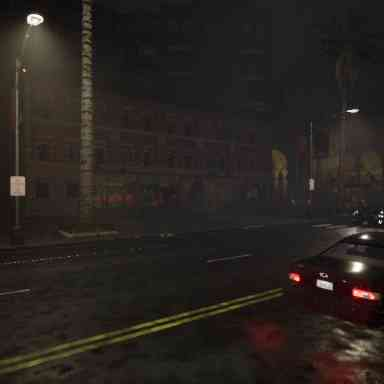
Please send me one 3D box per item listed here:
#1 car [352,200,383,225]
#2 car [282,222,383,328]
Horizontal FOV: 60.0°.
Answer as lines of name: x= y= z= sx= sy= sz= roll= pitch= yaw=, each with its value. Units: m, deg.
car: x=12.459 y=1.351 z=21.758 sx=4.553 sy=1.767 sz=2.097 roll=0 pitch=0 yaw=-36
car: x=4.182 y=1.547 z=6.844 sx=5.357 sy=1.411 sz=2.033 roll=0 pitch=0 yaw=-36
